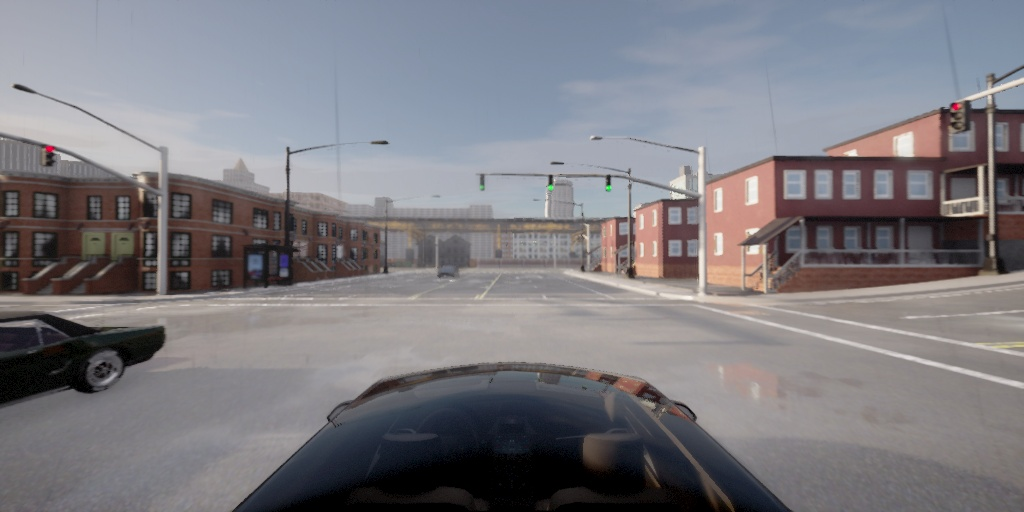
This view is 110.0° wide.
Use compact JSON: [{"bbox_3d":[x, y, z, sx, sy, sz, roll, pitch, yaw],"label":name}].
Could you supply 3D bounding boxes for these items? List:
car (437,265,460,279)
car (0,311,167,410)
[{"bbox_3d":[-6.999,1.737,40.086,2.033,1.411,5.357,0,-1,0],"label":"car"},{"bbox_3d":[-7.013,1.388,4.043,1.895,1.301,4.718,0,-1,0],"label":"car"}]
